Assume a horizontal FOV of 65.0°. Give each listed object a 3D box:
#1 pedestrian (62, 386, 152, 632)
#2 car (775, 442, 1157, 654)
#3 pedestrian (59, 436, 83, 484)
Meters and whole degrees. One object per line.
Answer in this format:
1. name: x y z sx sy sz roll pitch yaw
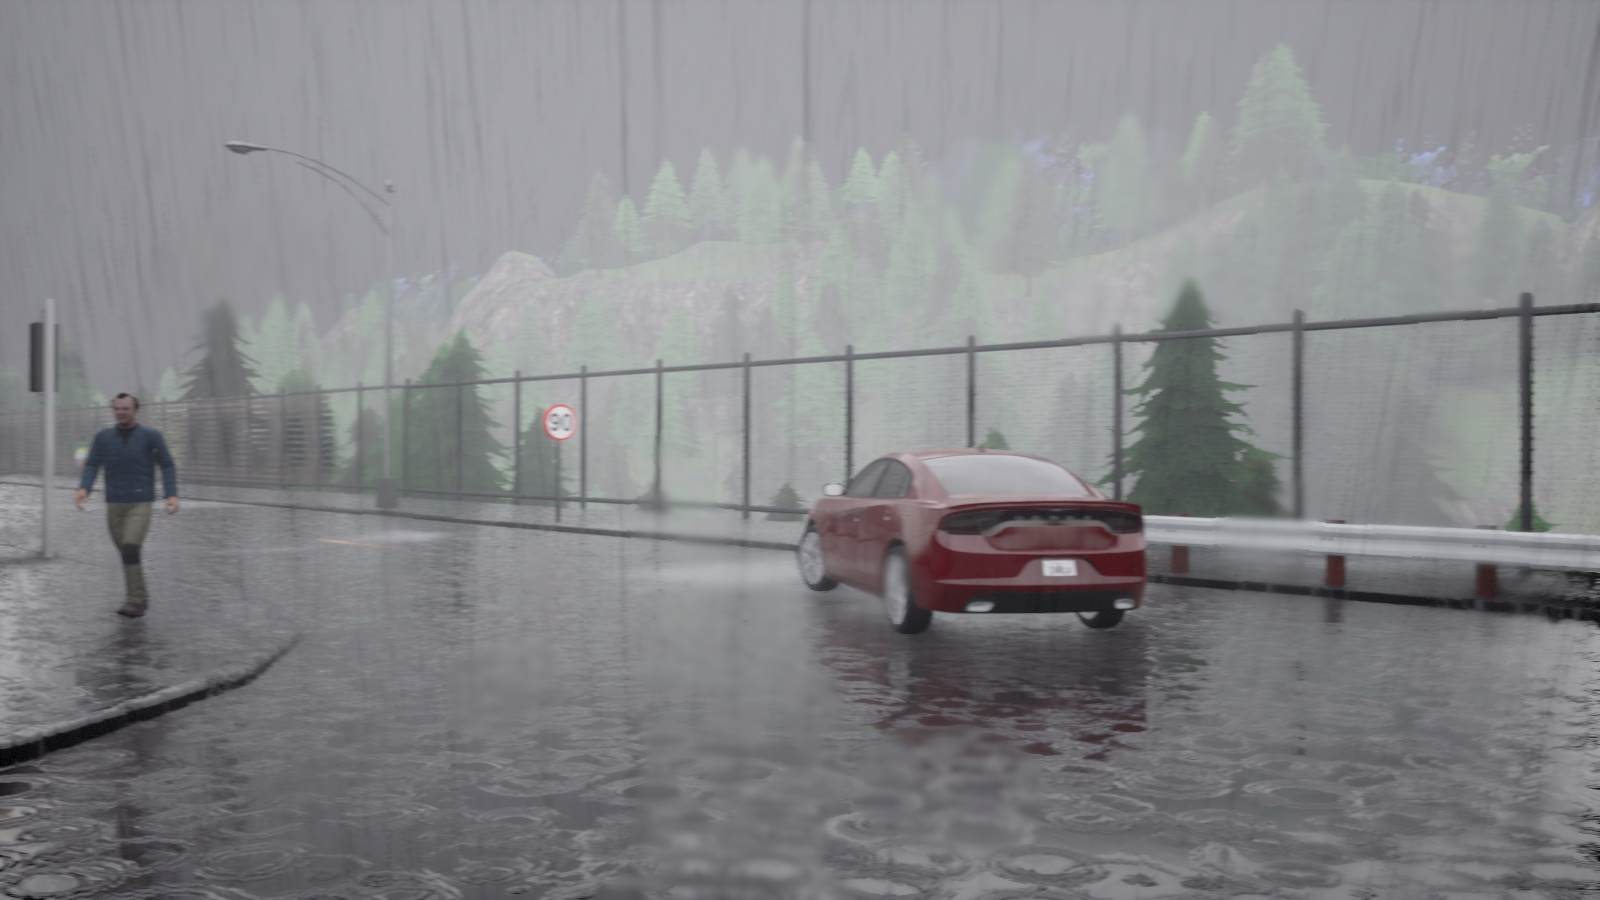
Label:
1. pedestrian: -5.384 0.440 9.783 0.402 1.842 0.726 0 0 -10
2. car: 1.215 0.713 11.757 1.882 1.535 5.008 0 0 -13
3. pedestrian: -29.895 0.422 51.506 0.659 1.952 0.873 0 0 -43
